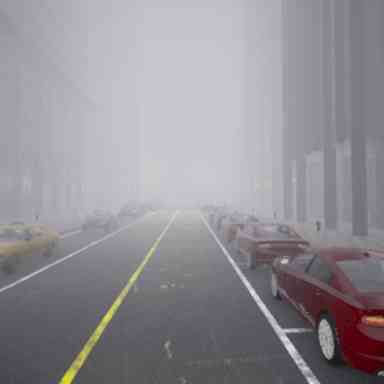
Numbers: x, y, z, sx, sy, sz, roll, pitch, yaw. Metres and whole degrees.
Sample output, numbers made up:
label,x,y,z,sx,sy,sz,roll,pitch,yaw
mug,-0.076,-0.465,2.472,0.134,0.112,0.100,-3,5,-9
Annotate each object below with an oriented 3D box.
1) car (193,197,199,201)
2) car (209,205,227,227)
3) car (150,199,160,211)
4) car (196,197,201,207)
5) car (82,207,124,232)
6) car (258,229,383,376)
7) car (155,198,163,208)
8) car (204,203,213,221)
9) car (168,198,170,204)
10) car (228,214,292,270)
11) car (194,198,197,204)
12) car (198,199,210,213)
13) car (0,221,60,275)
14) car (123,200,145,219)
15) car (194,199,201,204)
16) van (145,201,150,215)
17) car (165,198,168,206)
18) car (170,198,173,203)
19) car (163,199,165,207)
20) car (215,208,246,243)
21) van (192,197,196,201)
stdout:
label,x,y,z,sx,sy,sz,roll,pitch,yaw
car,1.837,2.345,67.622,2.008,1.369,4.403,0,-1,-1
car,2.406,1.816,22.631,1.887,1.381,4.507,0,-1,-1
car,-6.475,2.194,50.635,1.947,1.339,4.313,1,-1,-1
car,2.051,2.040,50.753,1.967,1.590,4.097,0,-1,-1
car,-6.119,1.881,22.517,1.802,1.307,4.206,0,-1,-1
car,2.619,1.609,5.760,1.887,1.381,4.507,0,-1,-1
car,-6.545,2.133,56.260,1.967,1.590,4.097,1,-1,-1
car,2.335,1.904,28.256,1.947,1.339,4.313,0,-1,-1
car,-6.829,2.390,78.754,1.967,1.590,4.097,1,-1,-1
car,2.548,1.679,11.383,1.887,1.381,4.507,0,-1,-1
car,1.908,2.274,61.998,1.887,1.381,4.507,0,-1,-1
car,2.122,2.080,45.127,1.887,1.381,4.507,0,-1,-1
car,-5.974,1.686,11.100,1.752,1.417,4.829,0,-1,-1
car,-6.260,1.872,33.766,1.967,1.590,4.097,0,-1,-1
car,1.550,2.577,90.288,1.752,1.417,4.829,0,-1,-1
van,-6.330,1.839,39.391,1.690,1.788,3.998,1,-1,-1
car,-6.686,2.137,67.509,2.192,1.841,5.009,1,-1,-1
car,-6.973,2.660,90.000,1.802,1.307,4.206,1,-1,-1
car,-6.614,2.281,61.713,1.752,1.417,4.829,1,-1,-1
car,2.478,1.748,17.007,1.887,1.381,4.507,0,-1,-1
van,1.625,2.327,84.496,1.690,1.788,3.998,0,-1,-1
